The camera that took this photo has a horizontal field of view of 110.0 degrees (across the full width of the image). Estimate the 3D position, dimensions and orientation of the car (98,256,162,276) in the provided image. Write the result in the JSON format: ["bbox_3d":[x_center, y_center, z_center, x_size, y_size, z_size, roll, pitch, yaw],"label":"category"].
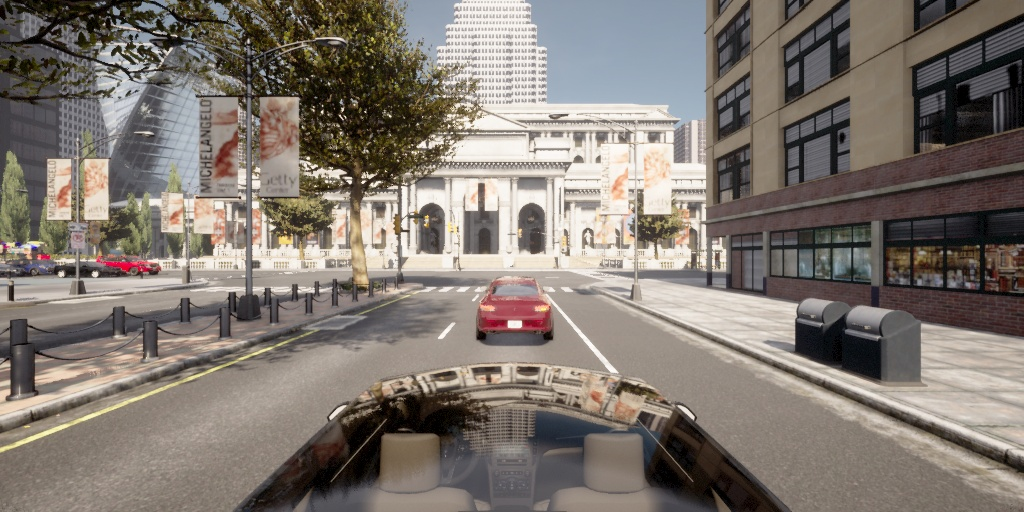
[{"bbox_3d":[-39.513,0.971,36.863,5.566,2.045,2.150,0,0,0],"label":"car"}]

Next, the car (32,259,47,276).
[{"bbox_3d":[-49.132,1.102,36.802,4.553,1.767,2.097,0,0,-1],"label":"car"}]

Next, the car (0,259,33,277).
[{"bbox_3d":[-48.326,1.276,33.329,4.674,1.442,1.812,0,0,-1],"label":"car"}]

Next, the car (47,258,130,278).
[{"bbox_3d":[-39.323,1.228,33.360,5.008,1.535,1.882,0,0,0],"label":"car"}]

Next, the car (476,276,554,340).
[{"bbox_3d":[0.078,1.276,9.882,1.812,1.442,4.674,0,0,0],"label":"car"}]
